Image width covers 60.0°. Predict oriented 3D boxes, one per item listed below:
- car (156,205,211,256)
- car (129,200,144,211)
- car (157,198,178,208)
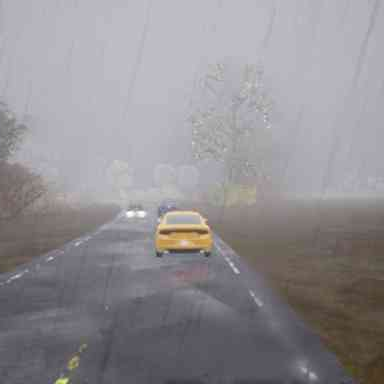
[{"bbox_3d":[-0.378,1.497,13.197,1.882,1.535,5.008,0,0,-3],"label":"car"},{"bbox_3d":[-7.198,1.720,42.852,1.895,1.301,4.718,0,0,-10],"label":"car"},{"bbox_3d":[-2.486,1.428,33.793,2.097,1.767,4.553,0,0,-8],"label":"car"}]
